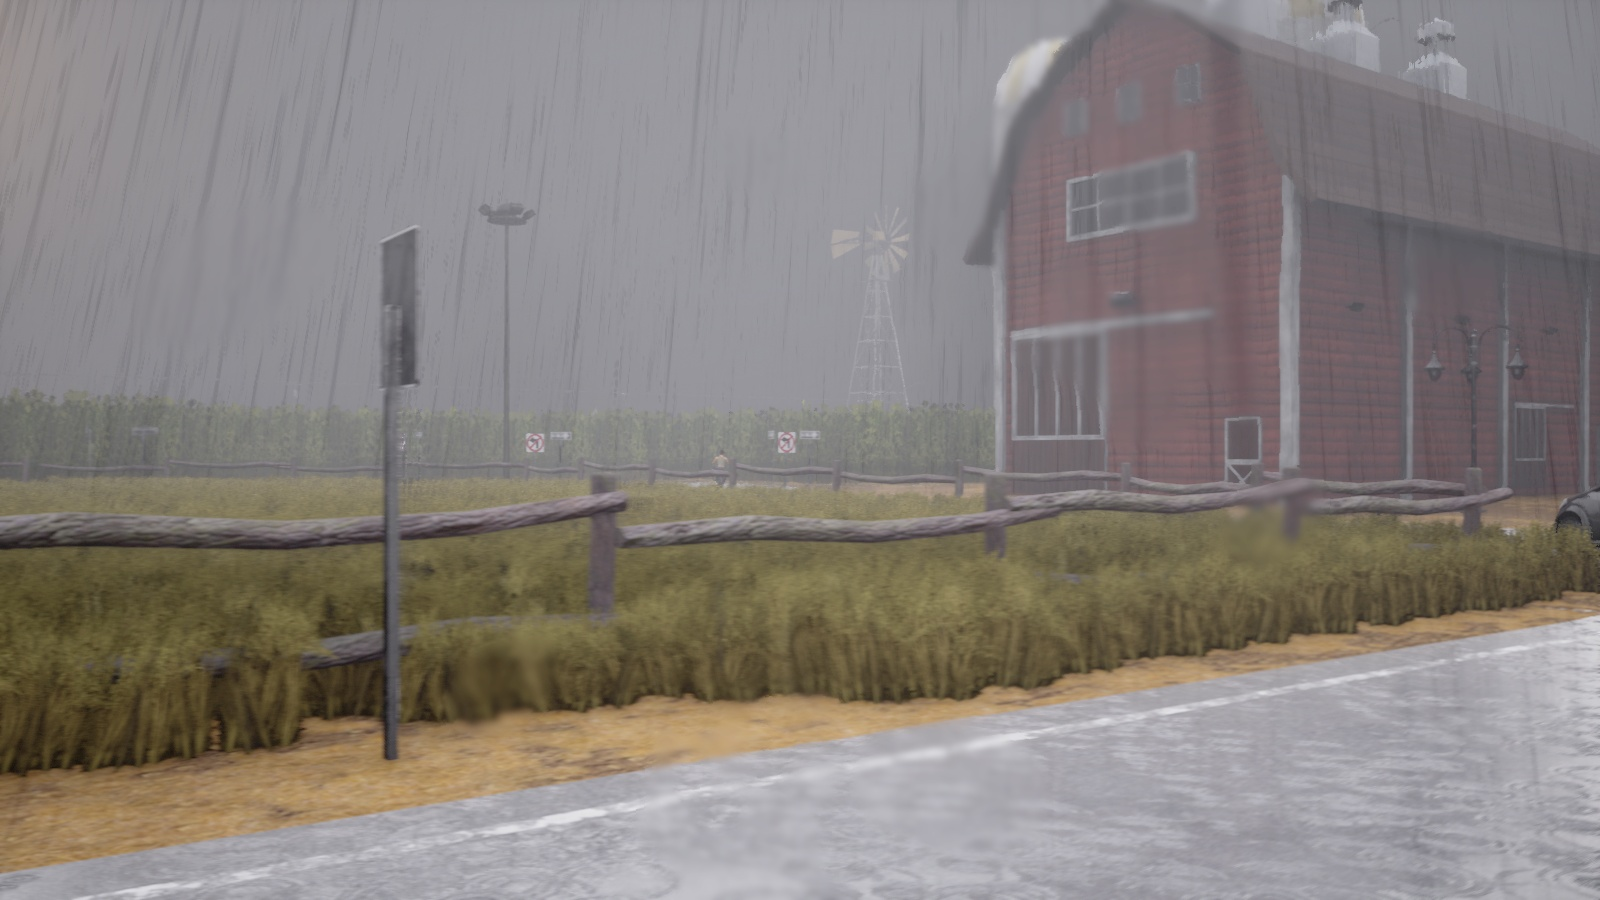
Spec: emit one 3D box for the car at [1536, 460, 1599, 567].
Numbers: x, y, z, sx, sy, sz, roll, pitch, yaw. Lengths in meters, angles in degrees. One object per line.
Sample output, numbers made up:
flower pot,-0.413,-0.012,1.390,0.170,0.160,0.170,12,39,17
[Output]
car,11.380,0.820,15.536,1.994,1.385,4.181,0,0,-2
